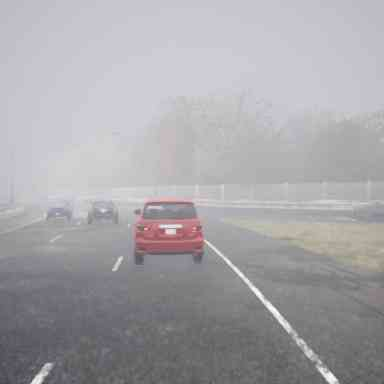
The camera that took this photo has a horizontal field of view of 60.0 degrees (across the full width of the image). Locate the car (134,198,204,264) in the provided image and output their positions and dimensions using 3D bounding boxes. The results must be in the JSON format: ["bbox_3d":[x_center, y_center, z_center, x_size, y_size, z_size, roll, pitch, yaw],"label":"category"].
[{"bbox_3d":[-0.920,1.226,12.141,2.150,2.045,5.566,0,0,-7],"label":"car"}]

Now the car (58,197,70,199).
[{"bbox_3d":[-28.831,1.701,74.678,1.895,1.301,4.718,0,0,-42],"label":"car"}]

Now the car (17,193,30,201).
[{"bbox_3d":[-43.256,1.523,83.793,4.181,1.385,1.994,0,0,37],"label":"car"}]

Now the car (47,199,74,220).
[{"bbox_3d":[-11.301,1.567,28.693,1.812,1.442,4.674,0,0,-15],"label":"car"}]

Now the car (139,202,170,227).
[{"bbox_3d":[-2.816,1.537,24.140,1.812,1.442,4.674,0,0,-12],"label":"car"}]

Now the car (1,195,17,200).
[{"bbox_3d":[-45.508,1.456,81.114,5.008,1.535,1.882,0,0,37],"label":"car"}]

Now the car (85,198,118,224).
[{"bbox_3d":[-6.738,1.377,25.455,2.097,1.767,4.553,0,0,-13],"label":"car"}]

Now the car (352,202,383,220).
[{"bbox_3d":[15.316,1.512,26.973,4.181,1.385,1.994,0,0,19],"label":"car"}]

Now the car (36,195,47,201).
[{"bbox_3d":[-39.091,1.457,86.461,1.837,1.490,4.892,0,0,-37],"label":"car"}]
